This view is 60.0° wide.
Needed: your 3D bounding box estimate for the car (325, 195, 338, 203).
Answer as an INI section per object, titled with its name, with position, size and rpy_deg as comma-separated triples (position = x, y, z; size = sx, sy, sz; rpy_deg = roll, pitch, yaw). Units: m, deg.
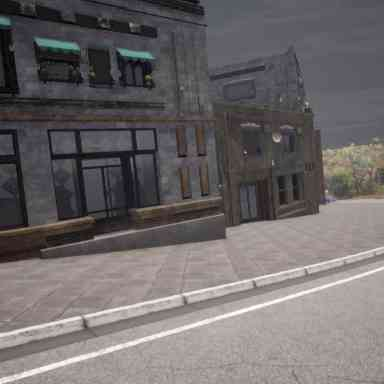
[car]
position = 30.684, 1.532, 74.724
size = 2.097, 1.767, 4.553
rpy_deg = -6, -1, -10
